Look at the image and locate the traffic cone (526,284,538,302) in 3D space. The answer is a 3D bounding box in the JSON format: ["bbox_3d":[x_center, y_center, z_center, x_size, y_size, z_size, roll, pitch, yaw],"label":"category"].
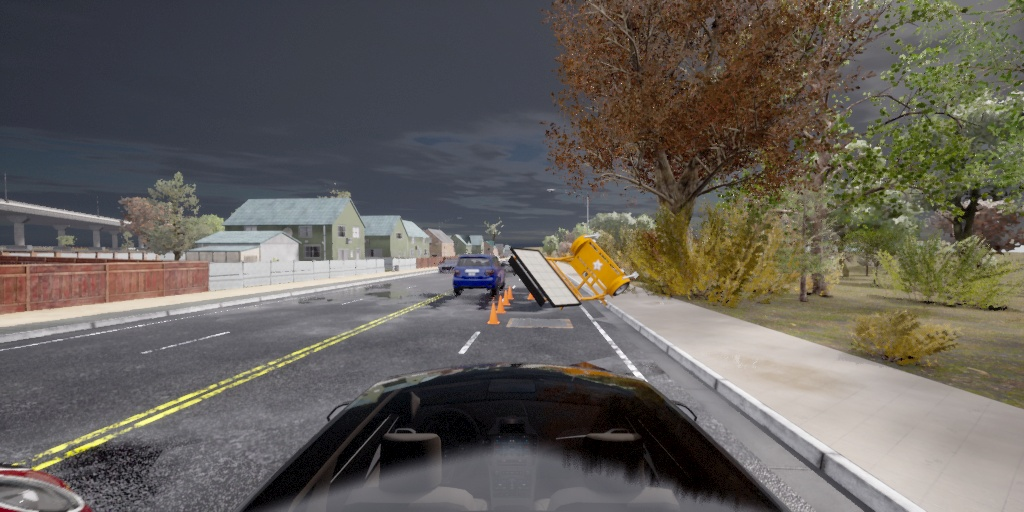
[{"bbox_3d":[0.899,1.695,16.580,0.340,0.580,0.340,0,0,4],"label":"traffic cone"}]

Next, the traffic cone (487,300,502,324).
[{"bbox_3d":[-0.547,1.700,10.671,0.340,0.580,0.340,0,0,4],"label":"traffic cone"}]

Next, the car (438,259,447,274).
[{"bbox_3d":[-6.798,1.062,40.564,2.097,1.767,4.553,0,0,4],"label":"car"}]

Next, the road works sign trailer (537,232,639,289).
[{"bbox_3d":[2.856,-0.848,12.906,2.880,3.560,2.380,0,0,-41],"label":"road works sign trailer"}]

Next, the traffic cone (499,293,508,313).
[{"bbox_3d":[-0.397,1.698,12.666,0.340,0.580,0.340,0,0,4],"label":"traffic cone"}]

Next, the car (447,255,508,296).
[{"bbox_3d":[-1.662,0.958,19.457,2.150,2.045,5.566,0,0,4],"label":"car"}]

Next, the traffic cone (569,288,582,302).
[{"bbox_3d":[2.893,1.695,16.430,0.340,0.580,0.340,0,0,4],"label":"traffic cone"}]

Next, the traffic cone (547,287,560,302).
[{"bbox_3d":[1.895,1.695,16.506,0.340,0.580,0.340,0,0,4],"label":"traffic cone"}]

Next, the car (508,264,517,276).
[{"bbox_3d":[-0.330,1.205,37.223,2.128,1.511,4.902,0,0,4],"label":"car"}]

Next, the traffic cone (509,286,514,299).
[{"bbox_3d":[-0.098,1.695,16.654,0.340,0.580,0.340,0,0,4],"label":"traffic cone"}]

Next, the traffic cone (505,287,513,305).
[{"bbox_3d":[-0.248,1.697,14.660,0.340,0.580,0.340,0,0,4],"label":"traffic cone"}]
